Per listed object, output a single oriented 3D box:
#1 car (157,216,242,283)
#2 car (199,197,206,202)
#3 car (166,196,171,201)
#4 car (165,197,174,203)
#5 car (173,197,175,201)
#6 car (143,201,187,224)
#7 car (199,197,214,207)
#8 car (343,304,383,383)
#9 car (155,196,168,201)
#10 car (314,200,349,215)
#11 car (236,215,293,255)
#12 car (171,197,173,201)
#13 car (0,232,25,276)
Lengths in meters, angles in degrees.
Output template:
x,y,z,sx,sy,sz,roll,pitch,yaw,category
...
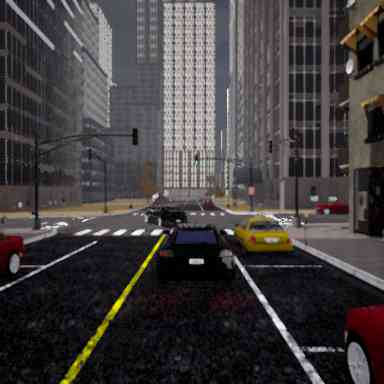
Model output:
x,y,z,sx,sy,sz,roll,pitch,yaw,category
0.103,1.615,9.830,1.994,1.385,4.181,0,0,0,car
2.723,2.059,90.214,1.802,1.307,4.206,-1,0,0,car
-5.673,1.643,62.423,2.192,1.841,5.009,-1,0,0,car
-5.661,1.992,84.659,1.887,1.381,4.507,-1,0,0,car
-5.664,1.942,78.930,1.752,1.417,4.829,-1,0,0,car
-1.981,1.631,23.890,1.837,1.490,4.892,2,-1,-26,car
2.706,1.738,56.858,1.967,1.590,4.097,-1,0,0,car
2.684,1.557,2.285,1.887,1.381,4.507,-1,0,0,car
-5.673,1.844,56.862,1.887,1.381,4.507,-1,0,0,car
14.266,1.428,32.453,4.507,1.381,1.887,-1,1,0,car
2.688,1.596,13.502,1.752,1.417,4.829,-1,0,0,car
-5.670,1.673,67.983,2.192,1.841,5.009,-1,0,0,car
-5.695,1.586,7.826,1.887,1.381,4.507,-1,0,0,car
